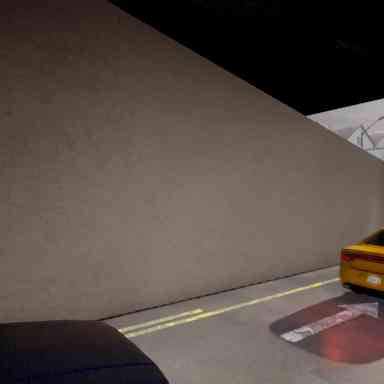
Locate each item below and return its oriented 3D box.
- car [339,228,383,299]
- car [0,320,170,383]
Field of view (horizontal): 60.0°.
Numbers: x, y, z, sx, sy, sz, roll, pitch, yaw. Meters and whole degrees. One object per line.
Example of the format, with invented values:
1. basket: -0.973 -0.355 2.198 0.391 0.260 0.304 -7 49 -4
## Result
1. car: 5.400 1.478 7.610 5.008 1.535 1.882 0 0 -35
2. car: -2.697 1.547 1.861 5.357 1.411 2.033 0 0 -35
